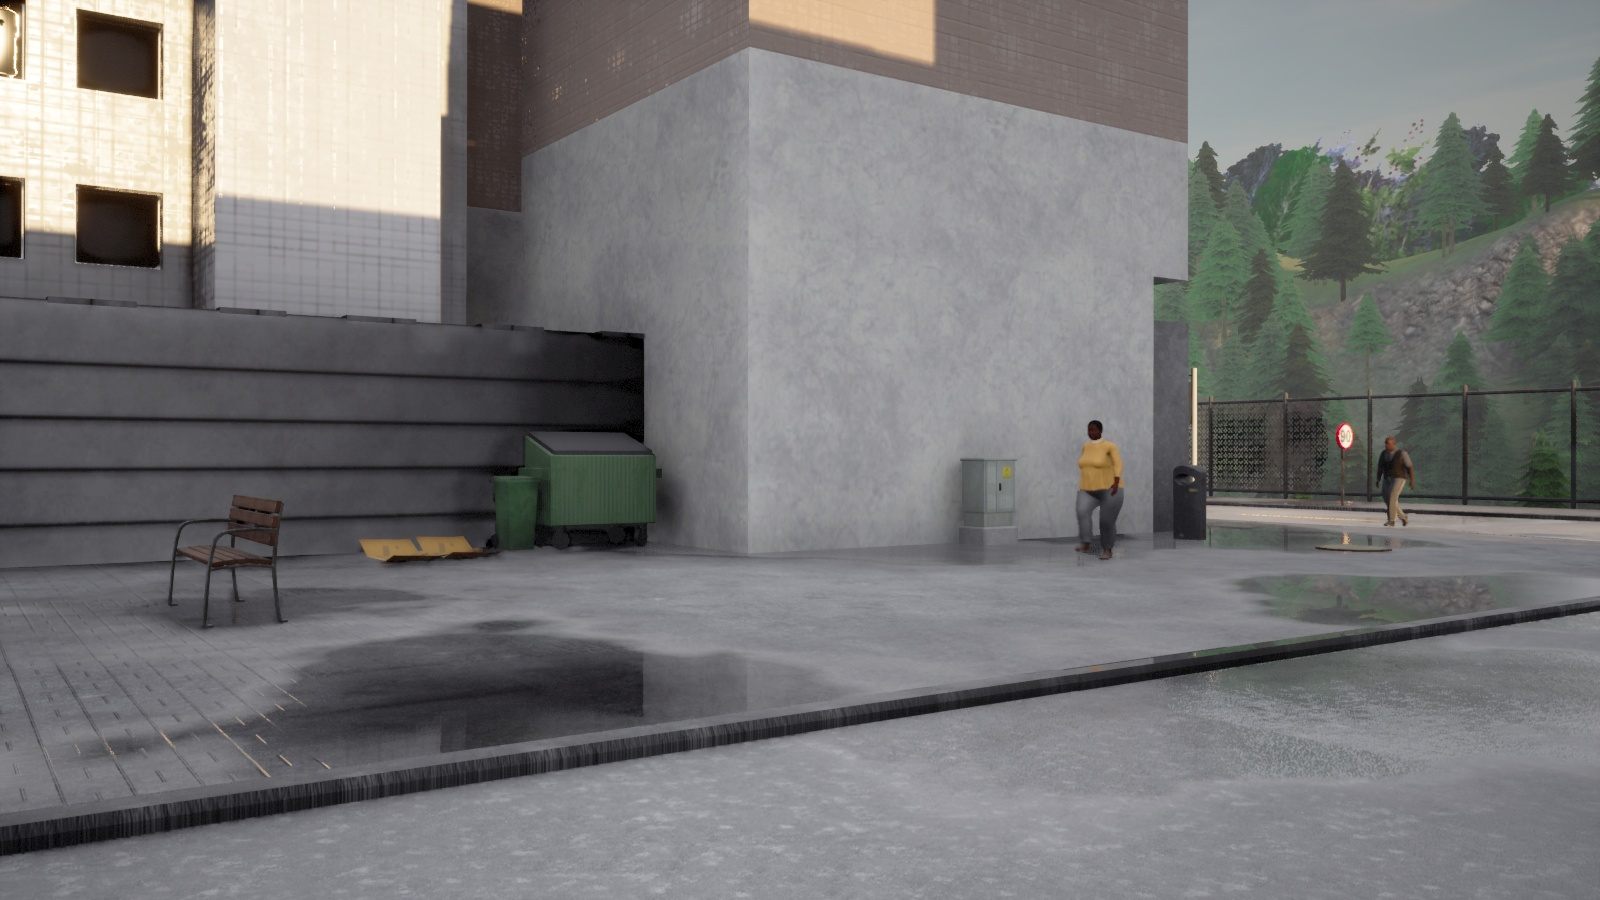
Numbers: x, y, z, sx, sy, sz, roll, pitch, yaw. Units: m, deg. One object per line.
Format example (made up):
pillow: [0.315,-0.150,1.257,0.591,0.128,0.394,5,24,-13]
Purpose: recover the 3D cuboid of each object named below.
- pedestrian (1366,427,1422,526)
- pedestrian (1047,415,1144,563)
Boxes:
pedestrian: [11.436,0.506,24.187,0.849,1.883,0.563,0,0,-25]
pedestrian: [3.863,0.491,16.413,0.874,1.855,0.900,0,0,45]
